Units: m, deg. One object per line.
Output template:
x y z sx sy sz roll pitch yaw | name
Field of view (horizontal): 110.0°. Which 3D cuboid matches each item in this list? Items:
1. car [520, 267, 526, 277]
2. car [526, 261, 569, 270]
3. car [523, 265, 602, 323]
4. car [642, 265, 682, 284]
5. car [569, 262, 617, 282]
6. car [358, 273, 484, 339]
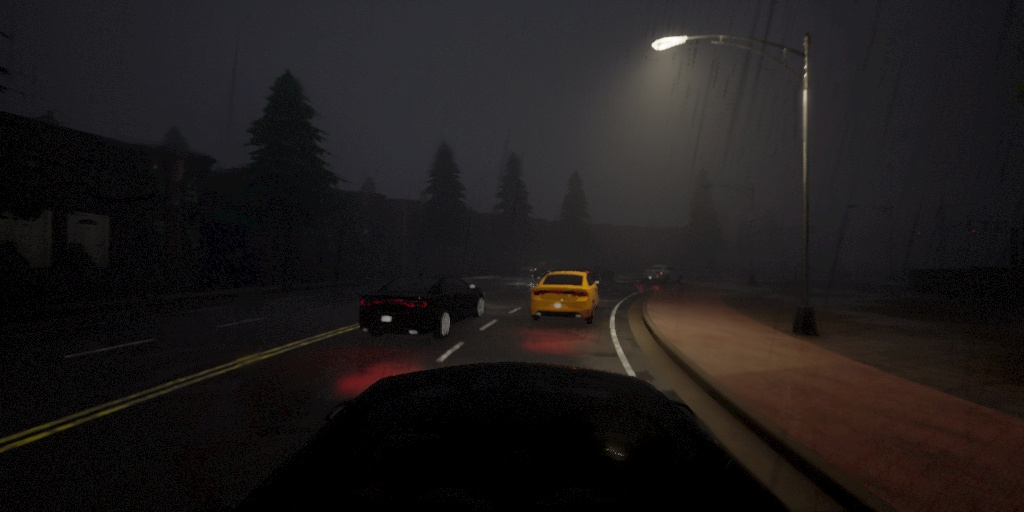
2.848 1.323 34.884 1.882 1.535 5.008 0 0 43 | car
3.662 1.198 30.474 2.097 1.767 4.553 1 0 40 | car
1.991 1.270 12.627 1.882 1.535 5.008 0 0 16 | car
12.350 1.463 29.479 1.812 1.442 4.674 0 0 45 | car
6.700 1.380 28.477 1.837 1.490 4.892 0 -1 38 | car
-2.230 1.220 10.202 1.882 1.535 5.008 0 0 12 | car
